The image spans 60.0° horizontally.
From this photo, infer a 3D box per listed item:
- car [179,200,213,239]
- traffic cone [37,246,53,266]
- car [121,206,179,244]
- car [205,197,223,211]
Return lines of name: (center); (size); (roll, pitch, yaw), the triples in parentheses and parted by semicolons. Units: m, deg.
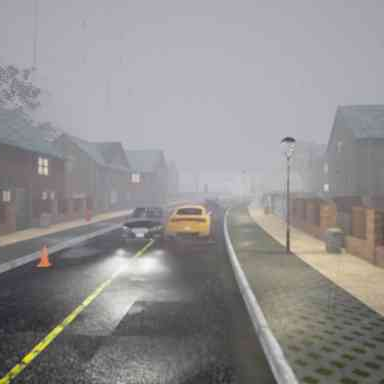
car: (-0.017, 1.428, 17.087); (1.882, 1.535, 5.008); (0, 0, 4)
traffic cone: (-4.481, 1.932, 10.119); (0.340, 0.580, 0.340); (0, 0, 3)
car: (-2.000, 1.448, 15.681); (2.128, 1.511, 4.902); (0, 0, 2)
car: (2.264, 1.290, 36.542); (2.128, 1.511, 4.902); (0, 1, 9)
